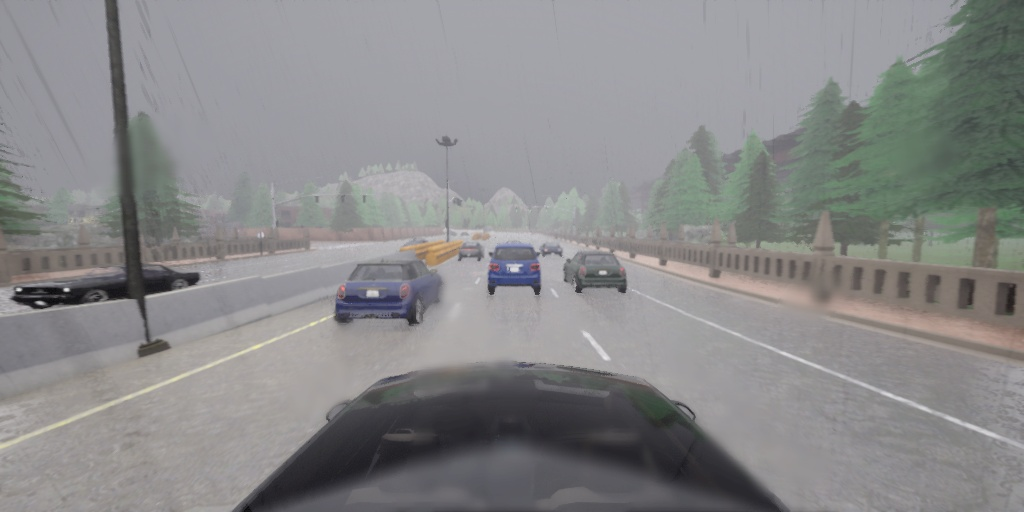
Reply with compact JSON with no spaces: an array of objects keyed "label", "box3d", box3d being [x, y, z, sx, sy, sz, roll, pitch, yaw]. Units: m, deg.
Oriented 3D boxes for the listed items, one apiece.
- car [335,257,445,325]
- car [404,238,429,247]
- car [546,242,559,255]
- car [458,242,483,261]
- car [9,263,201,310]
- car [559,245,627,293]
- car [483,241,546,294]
[{"label":"car","box3d":[-3.398,0.835,10.873,2.097,1.767,4.553,0,3,0]},{"label":"car","box3d":[-10.426,-1.194,39.481,2.128,1.511,4.902,0,5,1]},{"label":"car","box3d":[3.662,-0.661,34.291,1.895,1.301,4.718,0,5,0]},{"label":"car","box3d":[-3.358,-0.457,30.420,2.128,1.511,4.902,0,4,0]},{"label":"car","box3d":[-14.097,0.982,12.911,1.895,1.301,4.718,0,3,0]},{"label":"car","box3d":[3.602,0.528,16.307,2.097,1.767,4.553,0,4,0]},{"label":"car","box3d":[0.101,0.409,16.107,2.150,2.045,5.566,0,4,0]}]
